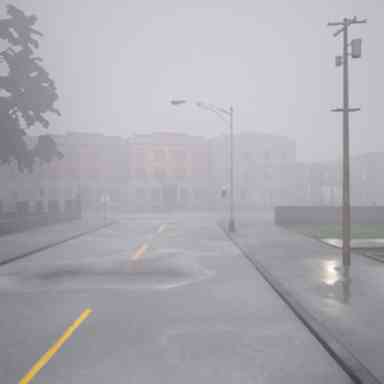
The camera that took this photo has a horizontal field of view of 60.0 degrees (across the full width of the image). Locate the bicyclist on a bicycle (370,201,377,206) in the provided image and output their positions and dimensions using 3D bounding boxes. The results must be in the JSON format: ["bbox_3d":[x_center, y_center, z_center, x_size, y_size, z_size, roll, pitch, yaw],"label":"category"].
[{"bbox_3d":[17.339,1.648,31.710,0.582,1.620,1.656,0,-1,0],"label":"bicyclist on a bicycle"}]
